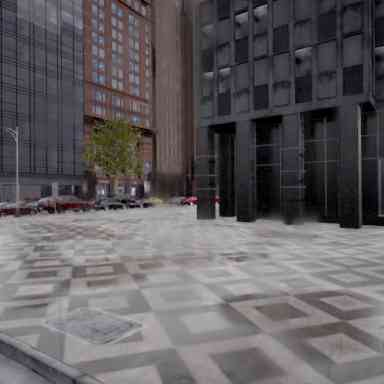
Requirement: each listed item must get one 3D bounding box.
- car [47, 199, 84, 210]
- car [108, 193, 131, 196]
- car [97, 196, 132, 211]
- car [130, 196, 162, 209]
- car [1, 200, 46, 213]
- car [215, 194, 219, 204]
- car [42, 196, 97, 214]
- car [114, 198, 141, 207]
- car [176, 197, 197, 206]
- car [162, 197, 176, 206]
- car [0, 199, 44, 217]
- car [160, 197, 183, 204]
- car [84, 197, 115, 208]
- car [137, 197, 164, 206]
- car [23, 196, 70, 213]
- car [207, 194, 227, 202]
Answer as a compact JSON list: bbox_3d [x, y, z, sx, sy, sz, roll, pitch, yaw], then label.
[{"bbox_3d":[-16.650,1.641,43.992,1.802,1.307,4.206,-1,0,35],"label":"car"},{"bbox_3d":[-10.951,1.231,47.384,2.150,2.045,5.566,-1,0,35],"label":"car"},{"bbox_3d":[-9.641,1.524,39.141,1.947,1.339,4.313,-1,0,35],"label":"car"},{"bbox_3d":[-6.435,1.508,43.778,1.947,1.339,4.313,-1,0,35],"label":"car"},{"bbox_3d":[-19.858,1.641,39.354,1.947,1.339,4.313,-1,0,35],"label":"car"},{"bbox_3d":[3.184,1.221,57.694,2.192,1.841,5.009,-1,0,35],"label":"car"},{"bbox_3d":[-12.850,1.290,34.504,2.192,1.841,5.009,-1,0,35],"label":"car"},{"bbox_3d":[-10.236,1.612,53.269,1.802,1.307,4.206,-1,0,35],"label":"car"},{"bbox_3d":[-0.021,1.461,53.054,1.887,1.381,4.507,-1,0,35],"label":"car"},{"bbox_3d":[-2.029,1.495,54.748,2.033,1.411,5.357,-1,0,35],"label":"car"},{"bbox_3d":[-16.055,1.576,29.865,1.802,1.307,4.206,-1,0,35],"label":"car"},{"bbox_3d":[-3.821,1.573,62.547,1.947,1.339,4.313,-1,0,35],"label":"car"},{"bbox_3d":[-13.445,1.483,48.631,1.967,1.590,4.097,-1,0,35],"label":"car"},{"bbox_3d":[-7.126,1.544,57.767,1.752,1.417,4.829,-1,0,35],"label":"car"},{"bbox_3d":[-16.872,1.391,38.831,2.097,1.767,4.553,-1,0,35],"label":"car"},{"bbox_3d":[5.799,1.295,76.463,2.192,1.841,5.009,-1,0,35],"label":"car"}]
